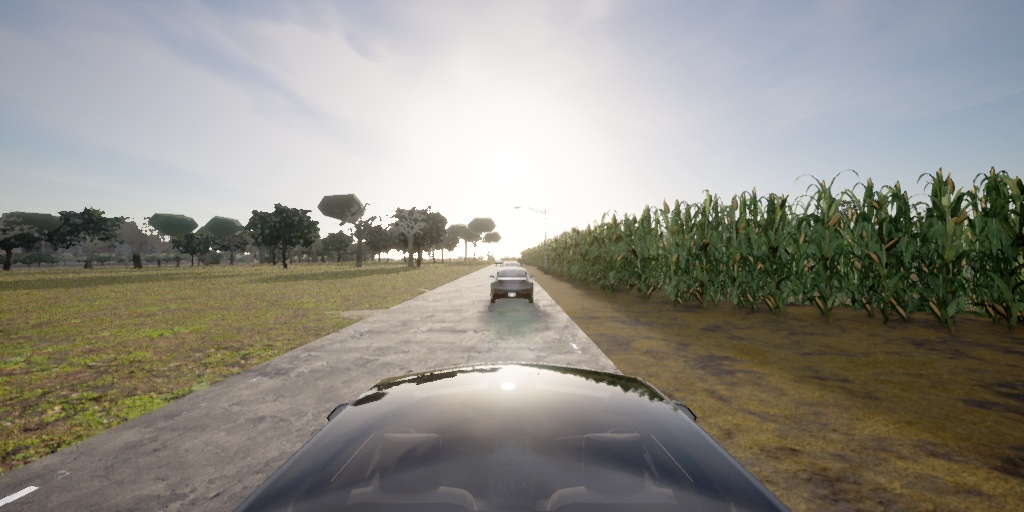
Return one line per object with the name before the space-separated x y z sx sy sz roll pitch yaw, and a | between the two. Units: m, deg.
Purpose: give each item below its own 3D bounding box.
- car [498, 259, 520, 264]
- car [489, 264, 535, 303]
car | 0.000 1.252 31.502 1.882 1.535 5.008 0 0 0
car | 0.000 1.273 16.500 1.837 1.490 4.892 0 0 0
